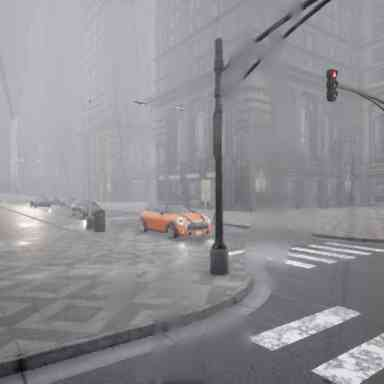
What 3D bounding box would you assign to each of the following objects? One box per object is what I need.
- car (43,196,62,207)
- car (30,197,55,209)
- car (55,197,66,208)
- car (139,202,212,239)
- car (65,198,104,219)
[{"bbox_3d":[-21.915,1.446,52.163,1.812,1.442,4.674,0,0,-35],"label":"car"},{"bbox_3d":[-20.541,1.421,45.057,1.882,1.535,5.008,0,0,-35],"label":"car"},{"bbox_3d":[-16.275,1.488,44.349,2.033,1.411,5.357,0,0,-35],"label":"car"},{"bbox_3d":[-0.970,1.344,17.453,2.097,1.767,4.553,0,0,-36],"label":"car"},{"bbox_3d":[-9.181,1.487,28.971,1.837,1.490,4.892,0,0,-36],"label":"car"}]
